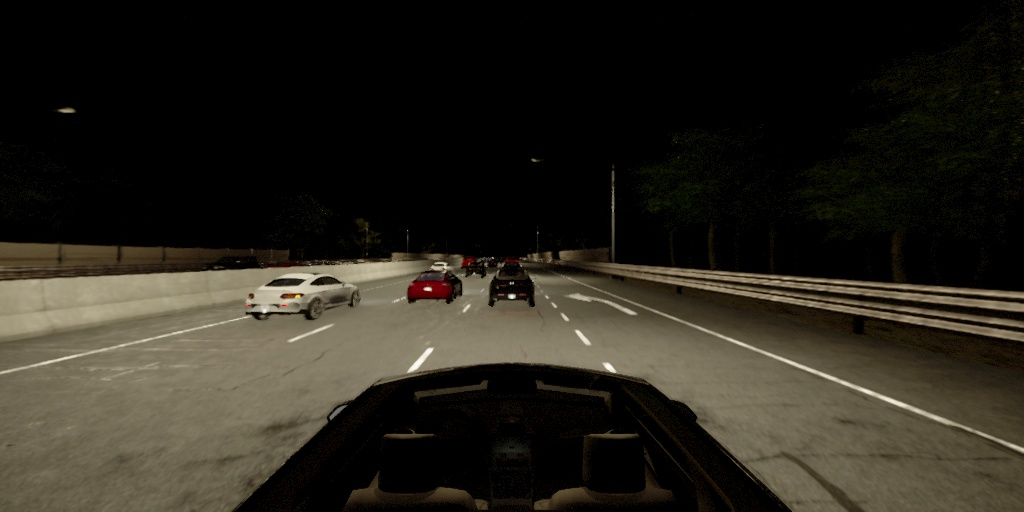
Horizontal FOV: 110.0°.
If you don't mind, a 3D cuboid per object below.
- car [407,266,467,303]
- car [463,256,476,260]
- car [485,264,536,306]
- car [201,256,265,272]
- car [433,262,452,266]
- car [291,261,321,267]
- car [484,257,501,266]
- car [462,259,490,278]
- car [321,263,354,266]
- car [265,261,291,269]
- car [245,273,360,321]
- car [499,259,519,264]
[{"bbox_3d":[-3.507,1.351,16.960,1.994,1.385,4.181,0,0,0],"label":"car"},{"bbox_3d":[-7.019,1.060,59.981,2.150,2.045,5.566,0,0,0],"label":"car"},{"bbox_3d":[-0.005,1.291,16.076,1.837,1.490,4.892,0,0,0],"label":"car"},{"bbox_3d":[-28.089,1.046,36.079,2.150,2.045,5.566,0,0,0],"label":"car"},{"bbox_3d":[-7.012,1.351,35.859,1.812,1.442,4.674,0,0,0],"label":"car"},{"bbox_3d":[-21.077,1.391,38.271,1.994,1.385,4.181,0,0,0],"label":"car"},{"bbox_3d":[-3.521,1.384,63.917,2.033,1.411,5.357,0,0,0],"label":"car"},{"bbox_3d":[-3.513,1.333,35.865,1.837,1.490,4.892,0,0,0],"label":"car"},{"bbox_3d":[-17.585,1.427,37.709,1.895,1.301,4.718,0,0,0],"label":"car"},{"bbox_3d":[-24.574,1.305,38.845,1.882,1.535,5.008,0,0,0],"label":"car"},{"bbox_3d":[-7.004,1.300,12.471,1.812,1.442,4.674,0,0,0],"label":"car"},{"bbox_3d":[-0.011,1.304,35.876,1.882,1.535,5.008,0,0,0],"label":"car"}]
